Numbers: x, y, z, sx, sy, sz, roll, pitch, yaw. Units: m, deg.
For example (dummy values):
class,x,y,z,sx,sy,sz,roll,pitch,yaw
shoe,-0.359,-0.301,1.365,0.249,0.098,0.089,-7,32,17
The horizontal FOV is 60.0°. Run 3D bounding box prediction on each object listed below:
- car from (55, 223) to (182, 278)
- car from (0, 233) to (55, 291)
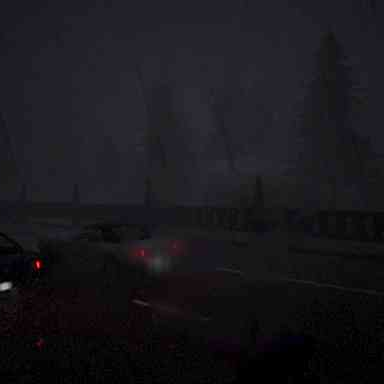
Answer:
class,x,y,z,sx,sy,sz,roll,pitch,yaw
car,-2.705,1.604,10.219,4.718,1.301,1.895,0,0,36
car,-5.560,1.604,7.956,4.718,1.301,1.895,0,0,35
